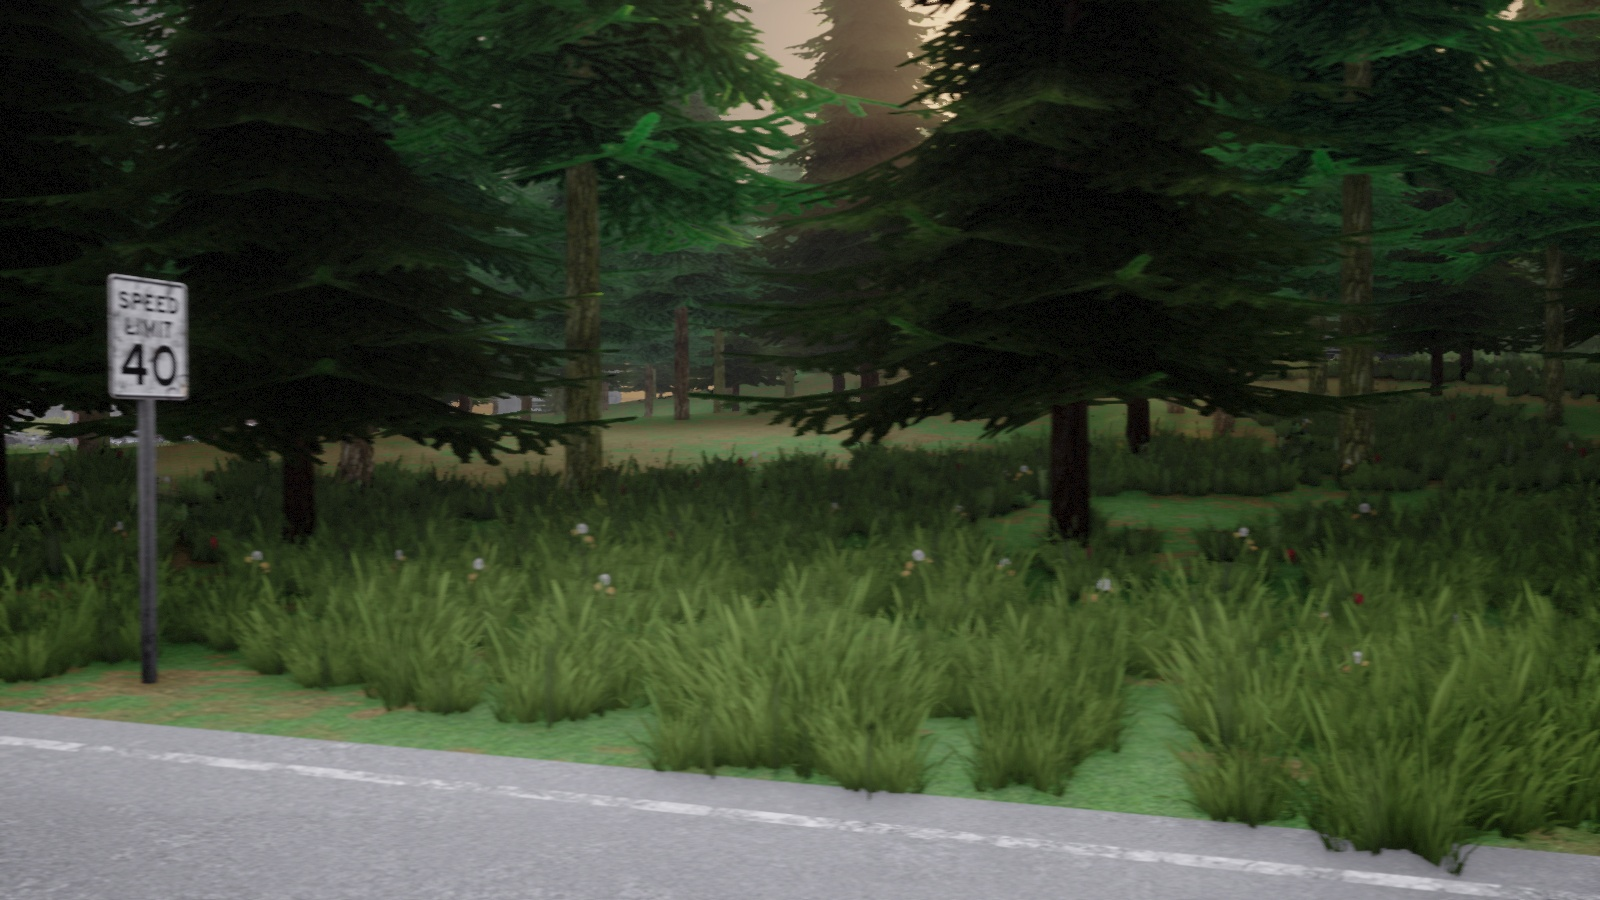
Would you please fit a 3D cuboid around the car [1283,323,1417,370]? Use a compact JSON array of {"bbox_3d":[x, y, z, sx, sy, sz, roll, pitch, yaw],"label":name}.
[{"bbox_3d":[27.297,-5.195,62.493,2.150,2.045,5.566,0,6,-43],"label":"car"}]
